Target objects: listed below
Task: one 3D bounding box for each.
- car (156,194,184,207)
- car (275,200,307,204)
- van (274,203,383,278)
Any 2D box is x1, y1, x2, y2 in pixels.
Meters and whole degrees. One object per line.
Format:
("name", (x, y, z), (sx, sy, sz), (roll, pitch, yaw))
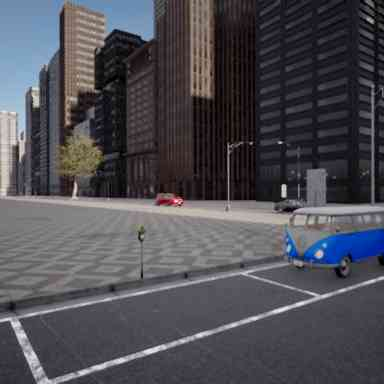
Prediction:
("car", (-3.478, 1.279, 50.985), (2.150, 2.045, 5.566), (0, 0, -35))
("car", (10.149, 1.490, 32.002), (2.128, 1.511, 4.902), (0, 0, -36))
("van", (4.462, 1.323, 9.836), (3.998, 1.788, 1.690), (0, 0, -36))
